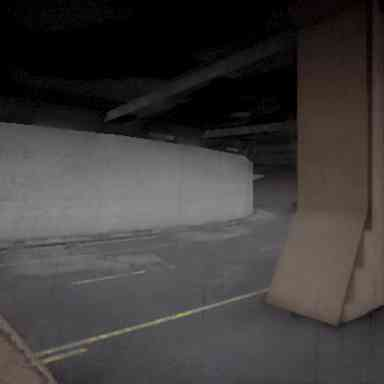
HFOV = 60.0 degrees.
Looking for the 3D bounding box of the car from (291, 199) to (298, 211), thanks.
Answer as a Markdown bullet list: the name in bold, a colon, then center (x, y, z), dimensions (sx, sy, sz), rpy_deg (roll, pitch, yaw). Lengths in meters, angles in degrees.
- **car**: center (13.094, 1.598, 38.776), dimensions (2.128, 1.511, 4.902), rpy_deg (0, 0, -2)
